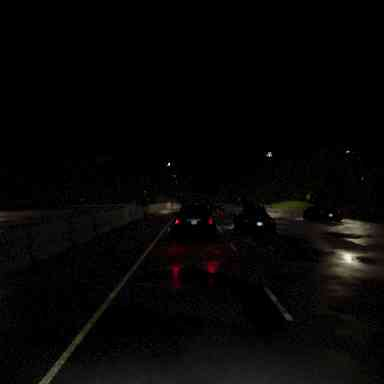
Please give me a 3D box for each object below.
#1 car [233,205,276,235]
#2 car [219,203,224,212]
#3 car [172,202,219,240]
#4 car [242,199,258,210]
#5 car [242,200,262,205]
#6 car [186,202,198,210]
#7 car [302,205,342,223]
[{"bbox_3d":[3.598,1.692,19.687,1.994,1.385,4.181,0,0,0],"label":"car"},{"bbox_3d":[3.557,2.233,48.429,1.895,1.301,4.718,0,-1,0],"label":"car"},{"bbox_3d":[0.098,1.462,17.658,2.097,1.767,4.553,0,-1,0],"label":"car"},{"bbox_3d":[10.423,2.243,60.276,2.097,1.767,4.553,0,-1,-1],"label":"car"},{"bbox_3d":[7.098,1.893,38.236,2.128,1.511,4.902,0,-1,0],"label":"car"},{"bbox_3d":[-0.052,2.424,58.580,1.994,1.385,4.181,0,-1,-1],"label":"car"},{"bbox_3d":[10.596,1.758,27.396,1.994,1.385,4.181,0,-1,0],"label":"car"}]
